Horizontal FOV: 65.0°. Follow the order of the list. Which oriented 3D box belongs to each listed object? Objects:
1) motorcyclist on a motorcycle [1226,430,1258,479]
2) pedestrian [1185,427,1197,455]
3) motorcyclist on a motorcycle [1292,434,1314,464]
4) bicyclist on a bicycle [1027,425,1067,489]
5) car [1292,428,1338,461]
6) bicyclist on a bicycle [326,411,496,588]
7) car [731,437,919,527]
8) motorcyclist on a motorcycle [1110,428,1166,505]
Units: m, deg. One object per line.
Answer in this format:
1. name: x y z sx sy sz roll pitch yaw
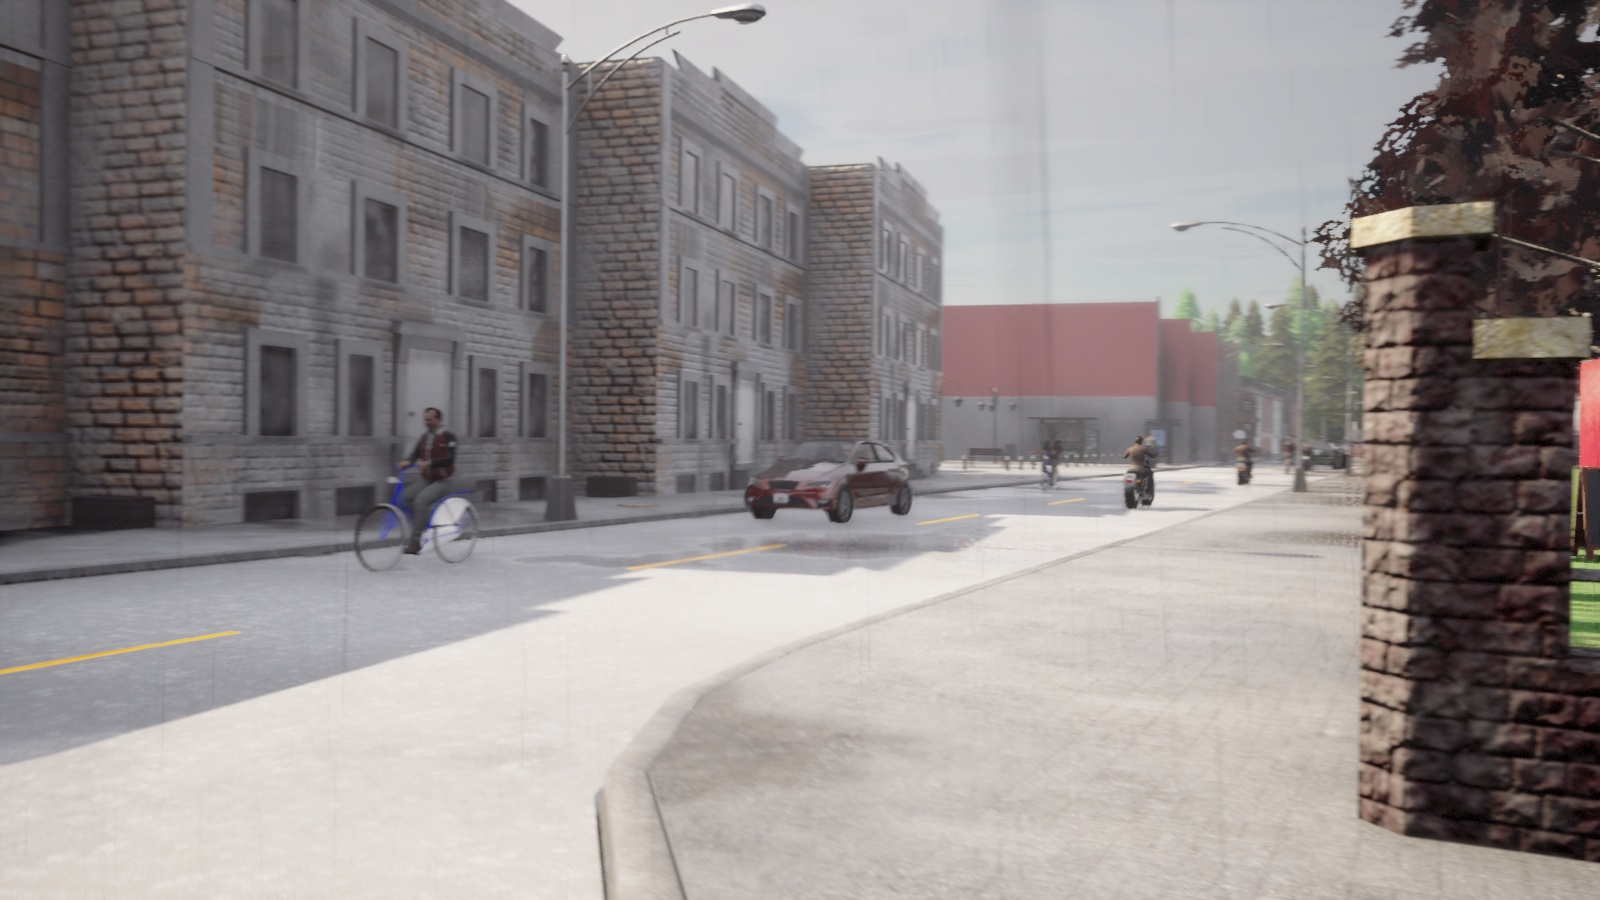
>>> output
1. motorcyclist on a motorcycle: 15.365 0.138 43.647 0.766 1.649 2.350 0 0 27
2. pedestrian: 26.864 -0.614 86.310 0.659 1.952 0.873 0 1 29
3. motorcyclist on a motorcycle: 25.914 -0.059 64.671 0.866 1.530 2.191 0 1 27
4. bicyclist on a bicycle: 7.115 0.187 36.098 0.659 1.776 1.843 0 0 27
5. car: 29.433 -0.330 71.679 2.097 1.767 4.553 0 1 27
6. bicyclist on a bicycle: -4.157 0.489 13.573 0.659 1.776 1.843 0 0 27
7. car: 0.573 0.505 23.024 1.816 1.474 4.193 0 1 27
8. motorcyclist on a motorcycle: 7.577 0.346 28.082 0.766 1.649 2.350 0 0 27
